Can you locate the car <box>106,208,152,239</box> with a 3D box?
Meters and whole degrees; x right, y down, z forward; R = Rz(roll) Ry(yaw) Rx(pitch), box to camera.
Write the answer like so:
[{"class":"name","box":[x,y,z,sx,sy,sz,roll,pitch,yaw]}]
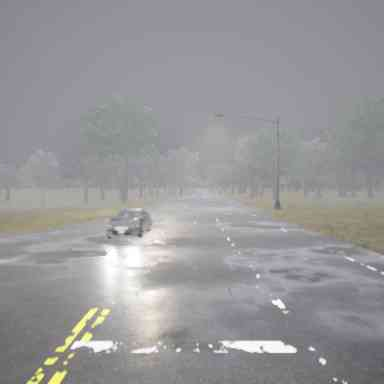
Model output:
[{"class":"car","box":[-3.428,1.670,18.729,2.128,1.511,4.902,-1,1,1]}]
